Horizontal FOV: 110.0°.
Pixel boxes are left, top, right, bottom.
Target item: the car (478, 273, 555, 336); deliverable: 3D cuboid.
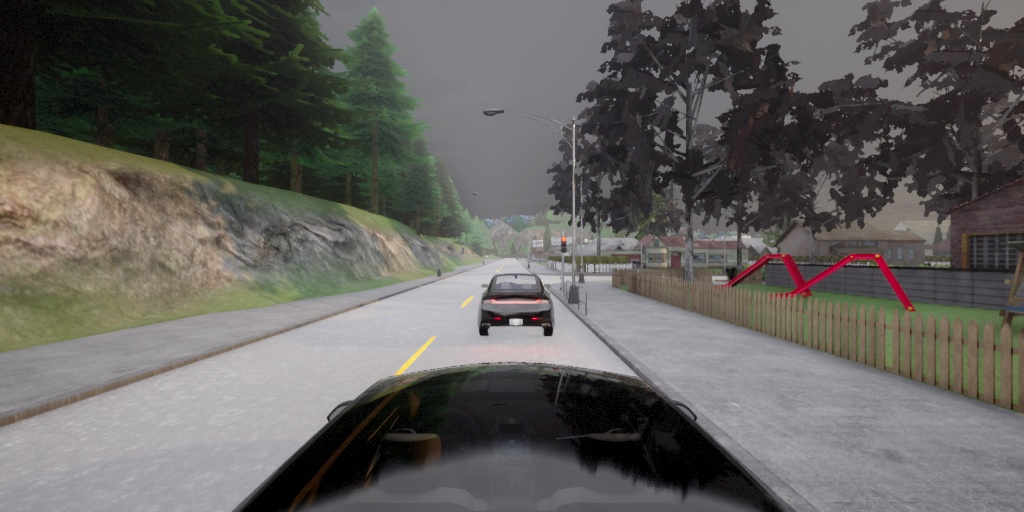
[{"bbox_3d":[0.118,1.241,10.332,2.128,1.511,4.902,0,0,1],"label":"car"}]
